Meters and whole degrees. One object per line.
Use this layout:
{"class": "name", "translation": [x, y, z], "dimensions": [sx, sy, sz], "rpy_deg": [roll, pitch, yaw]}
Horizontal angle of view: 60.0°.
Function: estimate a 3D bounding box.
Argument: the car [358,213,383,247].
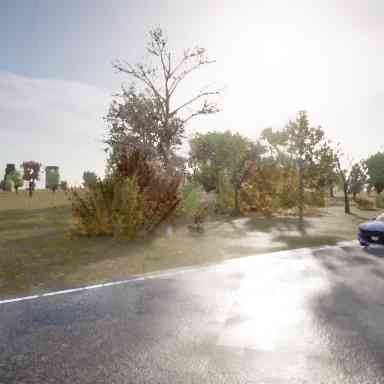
{"class": "car", "translation": [8.932, 1.471, 13.945], "dimensions": [5.008, 1.535, 1.882], "rpy_deg": [0, 0, -35]}
